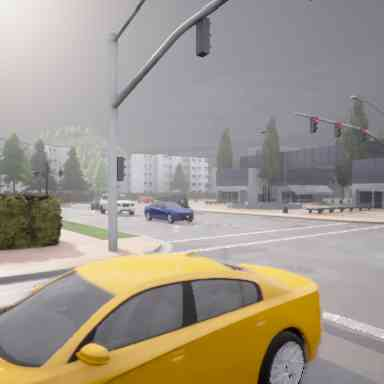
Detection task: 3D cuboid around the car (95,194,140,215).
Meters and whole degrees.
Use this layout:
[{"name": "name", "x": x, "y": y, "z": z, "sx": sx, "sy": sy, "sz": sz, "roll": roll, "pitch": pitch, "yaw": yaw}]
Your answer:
[{"name": "car", "x": -7.624, "y": 1.221, "z": 33.538, "sx": 2.150, "sy": 2.045, "sz": 5.566, "roll": 0, "pitch": 0, "yaw": -32}]

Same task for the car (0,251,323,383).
[{"name": "car", "x": -0.683, "y": 1.477, "z": 3.505, "sx": 5.008, "sy": 1.535, "sz": 1.882, "roll": 0, "pitch": 0, "yaw": -36}]

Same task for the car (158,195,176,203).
[{"name": "car", "x": -5.250, "y": 1.477, "z": 69.690, "sx": 1.882, "sy": 1.535, "sz": 5.008, "roll": 0, "pitch": 0, "yaw": 20}]

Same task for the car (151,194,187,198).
[{"name": "car", "x": -2.417, "y": 1.221, "z": 38.621, "sx": 2.150, "sy": 2.045, "sz": 5.566, "roll": 0, "pitch": 0, "yaw": -30}]

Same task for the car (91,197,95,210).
[{"name": "car", "x": -11.939, "y": 1.352, "z": 42.924, "sx": 2.097, "sy": 1.767, "sz": 4.553, "roll": 0, "pitch": 0, "yaw": -17}]

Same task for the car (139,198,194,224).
[{"name": "car", "x": -1.815, "y": 1.478, "z": 25.359, "sx": 1.882, "sy": 1.535, "sz": 5.008, "roll": 0, "pitch": 0, "yaw": -37}]

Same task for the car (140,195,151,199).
[{"name": "car", "x": -9.312, "y": 1.352, "z": 68.117, "sx": 2.097, "sy": 1.767, "sz": 4.553, "roll": 0, "pitch": 0, "yaw": 15}]
